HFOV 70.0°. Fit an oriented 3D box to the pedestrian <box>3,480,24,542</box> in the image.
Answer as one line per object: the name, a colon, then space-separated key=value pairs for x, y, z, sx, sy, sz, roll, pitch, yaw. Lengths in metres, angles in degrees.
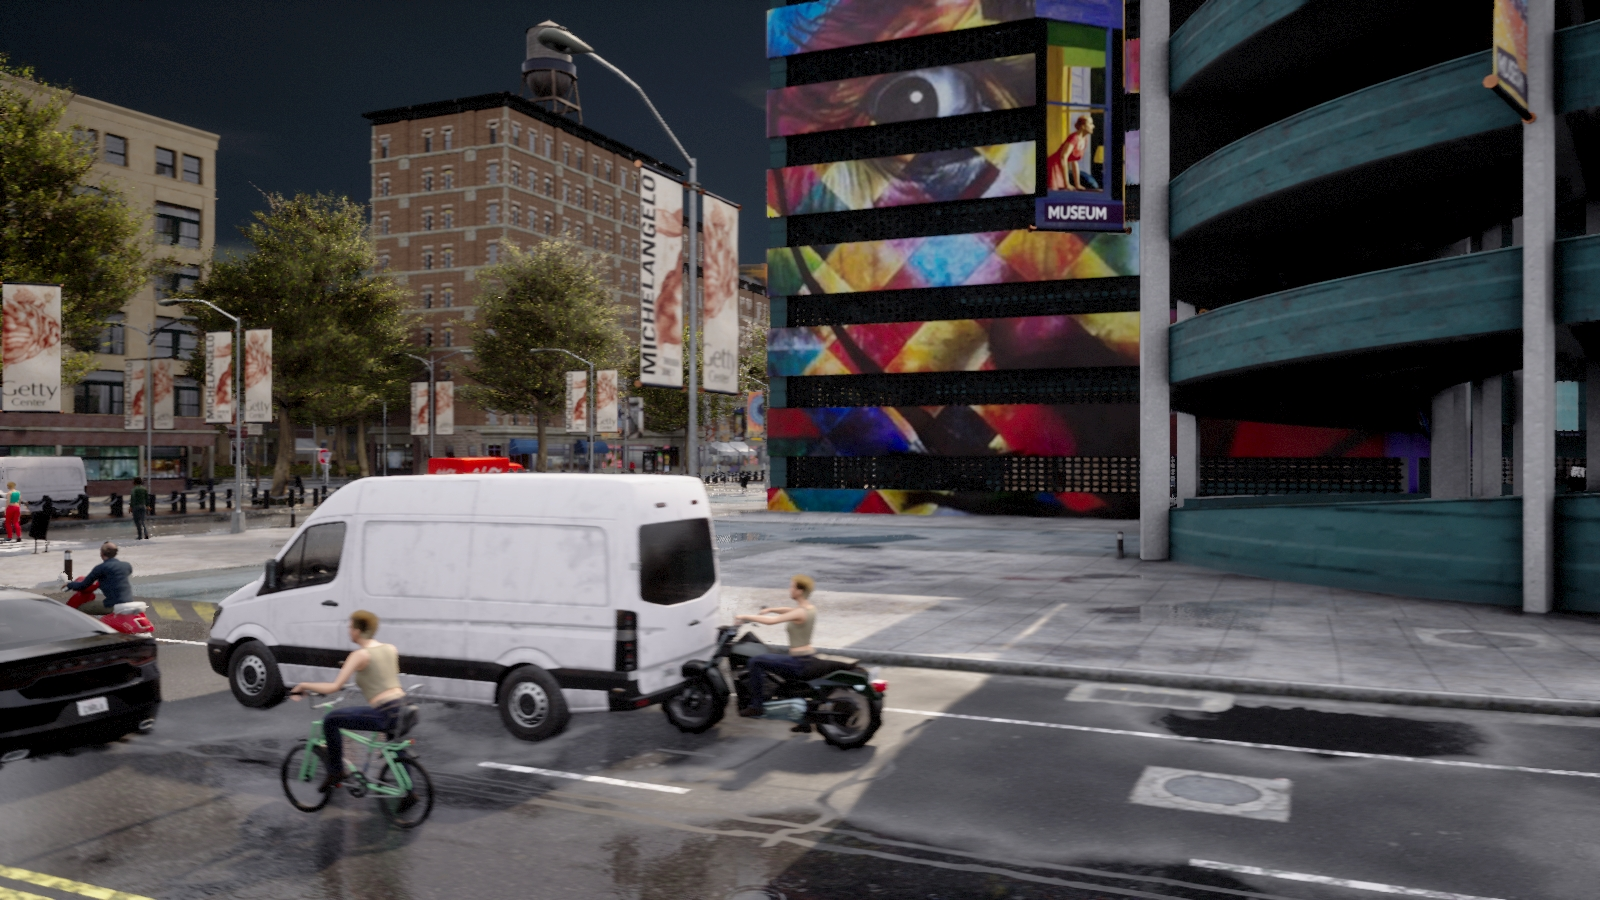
pedestrian: x=-24.171 y=1.871 z=35.107 sx=0.375 sy=1.860 sz=0.375 roll=0 pitch=0 yaw=21

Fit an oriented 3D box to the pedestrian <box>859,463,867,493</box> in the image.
pedestrian: x=3.959 y=1.753 z=72.195 sx=0.375 sy=1.860 sz=0.375 roll=0 pitch=0 yaw=24

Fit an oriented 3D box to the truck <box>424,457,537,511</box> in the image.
truck: x=-15.662 y=1.608 z=56.249 sx=2.627 sy=2.467 sz=5.204 roll=0 pitch=0 yaw=24

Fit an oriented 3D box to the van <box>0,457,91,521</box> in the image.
van: x=-32.426 y=1.564 z=46.579 sx=1.988 sy=2.561 sz=5.915 roll=0 pitch=0 yaw=24

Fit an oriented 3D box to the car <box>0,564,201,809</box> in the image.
car: x=-8.364 y=1.989 z=10.652 sx=5.238 sy=1.638 sz=2.097 roll=0 pitch=0 yaw=23

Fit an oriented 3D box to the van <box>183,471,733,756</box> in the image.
van: x=-3.834 y=1.544 z=12.611 sx=5.915 sy=2.561 sz=1.988 roll=0 pitch=0 yaw=23

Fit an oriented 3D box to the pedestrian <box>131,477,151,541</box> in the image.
pedestrian: x=-19.268 y=1.718 z=33.411 sx=0.375 sy=1.860 sz=0.375 roll=0 pitch=0 yaw=24

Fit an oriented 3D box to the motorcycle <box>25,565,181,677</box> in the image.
motorcycle: x=-9.081 y=2.192 z=14.885 sx=1.805 sy=1.236 sz=0.856 roll=0 pitch=0 yaw=24

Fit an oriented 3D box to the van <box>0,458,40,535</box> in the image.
van: x=-28.389 y=1.557 z=37.085 sx=1.988 sy=2.561 sz=5.915 roll=0 pitch=0 yaw=30
